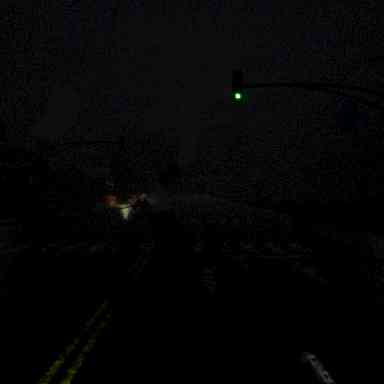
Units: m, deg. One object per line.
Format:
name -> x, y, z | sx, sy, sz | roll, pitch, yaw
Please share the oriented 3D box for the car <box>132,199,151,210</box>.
car -> -6.479, 1.558, 43.091 | 2.033, 1.411, 5.357 | 0, 0, 0
